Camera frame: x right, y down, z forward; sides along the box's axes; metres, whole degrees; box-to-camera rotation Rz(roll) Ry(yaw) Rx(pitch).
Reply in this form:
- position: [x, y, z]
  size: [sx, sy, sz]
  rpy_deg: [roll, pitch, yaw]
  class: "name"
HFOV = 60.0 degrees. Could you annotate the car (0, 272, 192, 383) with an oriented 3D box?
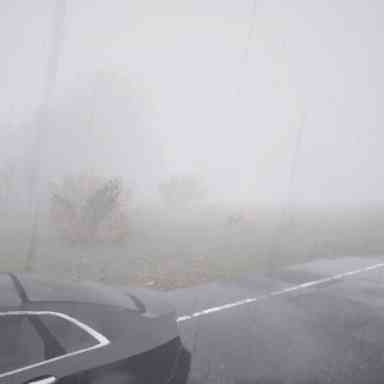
- position: [-2.281, 1.507, 2.366]
  size: [4.892, 1.490, 1.837]
  rpy_deg: [0, 0, -36]
  class: "car"
